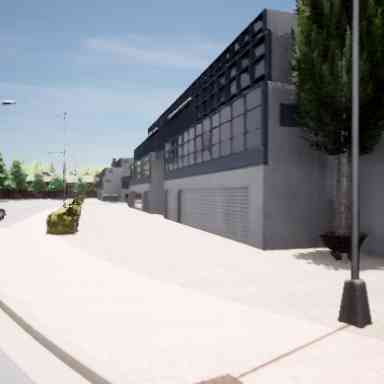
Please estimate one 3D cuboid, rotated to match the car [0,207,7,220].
[{"bbox_3d":[-16.042,1.623,26.042,2.033,1.411,5.357,0,0,-18],"label":"car"}]
